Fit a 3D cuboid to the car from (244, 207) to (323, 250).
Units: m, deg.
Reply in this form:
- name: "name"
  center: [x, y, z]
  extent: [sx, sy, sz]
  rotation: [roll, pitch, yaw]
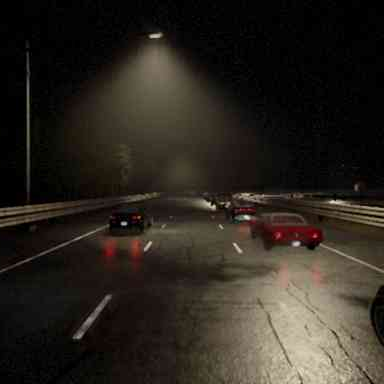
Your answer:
- name: "car"
  center: [3.605, 1.505, 13.736]
  extent: [1.895, 1.301, 4.718]
  rotation: [0, 0, 0]

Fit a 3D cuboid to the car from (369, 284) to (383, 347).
- name: "car"
  center: [3.598, 1.503, 3.127]
  extent: [1.812, 1.442, 4.674]
  rotation: [0, 0, 0]

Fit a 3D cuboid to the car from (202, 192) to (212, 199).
- name: "car"
  center: [3.517, 0.838, 78.844]
  extent: [2.128, 1.511, 4.902]
  rotation: [0, 1, 0]

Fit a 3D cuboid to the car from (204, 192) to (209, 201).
- name: "car"
  center: [3.512, 0.992, 56.844]
  extent: [2.033, 1.649, 4.856]
  rotation: [0, 1, 0]

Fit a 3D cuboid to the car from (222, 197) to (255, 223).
- name: "car"
  center: [3.504, 1.338, 23.847]
  extent: [1.837, 1.490, 4.892]
  rotation: [0, 0, 0]

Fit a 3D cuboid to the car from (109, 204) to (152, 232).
- name: "car"
  center: [-3.398, 1.394, 18.894]
  extent: [1.812, 1.442, 4.674]
  rotation: [0, 0, 0]

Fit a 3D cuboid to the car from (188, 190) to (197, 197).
- name: "car"
  center: [0.019, 0.379, 88.233]
  extent: [2.150, 2.045, 5.566]
  rotation: [0, 0, 0]

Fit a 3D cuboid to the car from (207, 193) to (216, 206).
- name: "car"
  center: [3.509, 1.166, 45.846]
  extent: [1.837, 1.490, 4.892]
  rotation: [0, 0, 0]

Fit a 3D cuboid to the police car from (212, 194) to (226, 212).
- name: "police car"
  center: [3.507, 1.258, 34.847]
  extent: [2.038, 1.542, 4.974]
  rotation: [0, 0, 0]
